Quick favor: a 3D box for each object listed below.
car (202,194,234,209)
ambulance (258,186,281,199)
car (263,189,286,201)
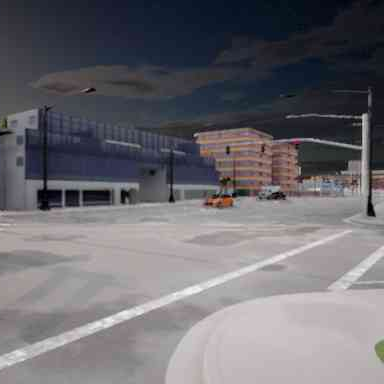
[{"bbox_3d":[3.122,1.014,39.427,2.097,1.767,4.553,1,1,35],"label":"car"},{"bbox_3d":[14.275,0.089,61.246,2.351,2.431,6.366,1,1,35],"label":"ambulance"},{"bbox_3d":[13.939,0.691,54.799,1.837,1.490,4.892,1,1,35],"label":"car"}]
